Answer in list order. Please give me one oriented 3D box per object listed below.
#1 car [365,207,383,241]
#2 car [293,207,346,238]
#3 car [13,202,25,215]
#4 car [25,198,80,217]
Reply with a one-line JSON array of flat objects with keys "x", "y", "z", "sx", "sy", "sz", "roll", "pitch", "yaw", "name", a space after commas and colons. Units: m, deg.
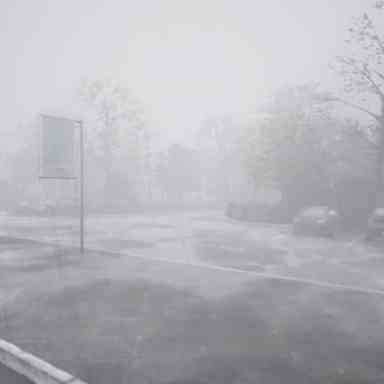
[{"x": 9.475, "y": 1.456, "z": 15.782, "sx": 2.231, "sy": 1.521, "sz": 4.892, "roll": 0, "pitch": 0, "yaw": 36, "name": "car"}, {"x": 6.811, "y": 1.504, "z": 17.688, "sx": 2.002, "sy": 1.452, "sz": 4.674, "roll": 0, "pitch": 0, "yaw": 36, "name": "car"}, {"x": -15.592, "y": 1.578, "z": 33.646, "sx": 2.002, "sy": 1.452, "sz": 4.674, "roll": 0, "pitch": 0, "yaw": 35, "name": "car"}, {"x": -12.971, "y": 1.403, "z": 31.863, "sx": 2.185, "sy": 1.767, "sz": 4.553, "roll": 0, "pitch": 0, "yaw": 35, "name": "car"}]
